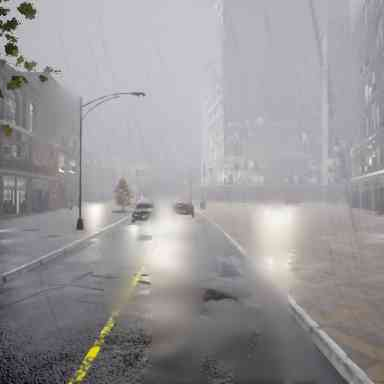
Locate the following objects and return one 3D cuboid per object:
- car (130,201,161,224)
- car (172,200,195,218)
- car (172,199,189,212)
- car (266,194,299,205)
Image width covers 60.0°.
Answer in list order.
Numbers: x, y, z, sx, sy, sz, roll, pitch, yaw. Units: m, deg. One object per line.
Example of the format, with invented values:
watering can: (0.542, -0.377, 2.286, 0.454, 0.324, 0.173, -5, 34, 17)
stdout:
car: (-3.456, 1.507, 25.229, 1.837, 1.490, 4.892, 0, 0, -3)
car: (-0.817, 1.483, 30.774, 1.882, 1.535, 5.008, 0, 0, -3)
car: (-1.499, 1.607, 40.650, 1.895, 1.301, 4.718, 0, 0, -4)
car: (13.946, 1.201, 51.509, 5.009, 1.841, 2.192, 0, -1, 15)
